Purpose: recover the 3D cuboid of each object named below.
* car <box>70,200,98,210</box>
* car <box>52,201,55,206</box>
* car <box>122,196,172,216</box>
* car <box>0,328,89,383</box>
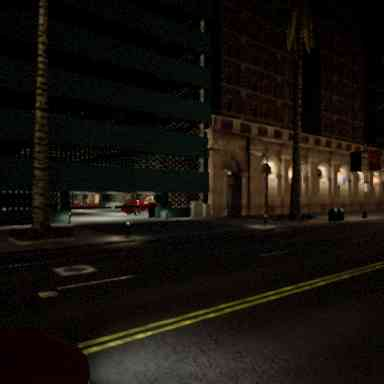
[{"bbox_3d":[-16.780,1.976,50.196,4.718,1.301,1.895,1,-1,-38],"label":"car"},{"bbox_3d":[-23.566,2.007,59.615,4.786,1.482,2.161,1,-1,-38],"label":"car"},{"bbox_3d":[-4.776,1.430,36.101,5.566,2.045,2.435,1,-1,-38],"label":"car"},{"bbox_3d":[-2.963,1.536,1.887,4.674,1.442,1.812,1,-1,-34],"label":"car"}]
